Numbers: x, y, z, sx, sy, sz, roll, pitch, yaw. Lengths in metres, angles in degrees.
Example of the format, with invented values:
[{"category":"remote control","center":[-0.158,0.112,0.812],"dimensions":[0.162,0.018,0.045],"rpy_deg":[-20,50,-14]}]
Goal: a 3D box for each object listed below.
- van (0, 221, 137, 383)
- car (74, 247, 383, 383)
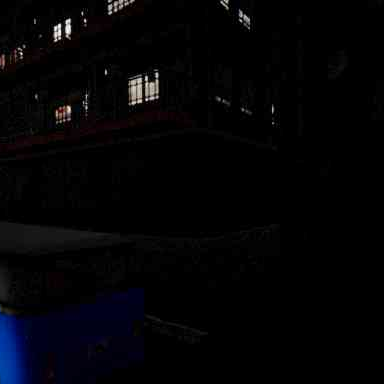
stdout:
[{"category":"van","center":[-2.454,1.343,4.475],"dimensions":[3.998,1.788,1.690],"rpy_deg":[0,-1,36]},{"category":"car","center":[2.036,1.315,1.243],"dimensions":[5.009,1.841,2.192],"rpy_deg":[0,-1,36]}]
